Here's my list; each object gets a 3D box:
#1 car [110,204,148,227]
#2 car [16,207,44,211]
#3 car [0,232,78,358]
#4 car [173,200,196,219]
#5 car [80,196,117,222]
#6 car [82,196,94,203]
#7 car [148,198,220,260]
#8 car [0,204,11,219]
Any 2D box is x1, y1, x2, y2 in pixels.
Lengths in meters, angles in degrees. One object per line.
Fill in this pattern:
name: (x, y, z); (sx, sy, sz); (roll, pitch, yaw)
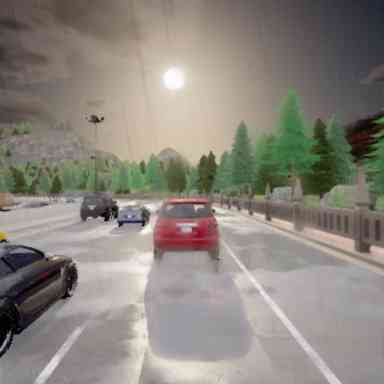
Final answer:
car: (-4.039, 1.623, 23.732); (2.033, 1.411, 5.357); (-1, 0, -1)
car: (-14.977, 1.700, 31.729); (1.837, 1.490, 4.892); (-1, 0, -2)
car: (-3.567, 1.609, 5.945); (1.994, 1.385, 4.181); (-1, 0, -1)
car: (-0.715, 1.529, 30.497); (1.882, 1.535, 5.008); (-1, 0, -2)
car: (-7.648, 1.339, 27.839); (2.150, 2.045, 5.566); (-1, 0, -1)
car: (-22.632, 1.602, 72.506); (2.128, 1.511, 4.902); (-1, 0, -21)
car: (-0.228, 1.242, 12.671); (2.150, 2.045, 5.566); (-1, 0, -1)
car: (-18.402, 1.827, 29.739); (1.895, 1.301, 4.718); (-1, 0, -2)
